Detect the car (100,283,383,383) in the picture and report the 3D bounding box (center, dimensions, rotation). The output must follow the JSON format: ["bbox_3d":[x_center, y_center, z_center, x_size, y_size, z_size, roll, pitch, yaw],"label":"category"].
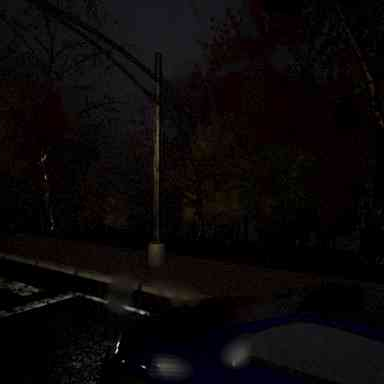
[{"bbox_3d":[1.127,1.564,2.879,4.181,1.385,1.994,0,0,35],"label":"car"}]
